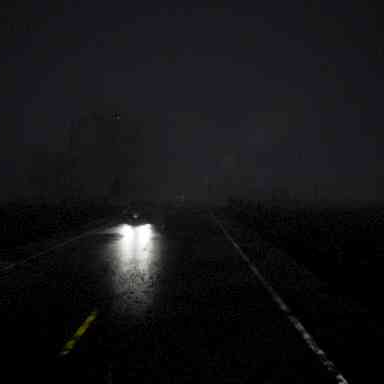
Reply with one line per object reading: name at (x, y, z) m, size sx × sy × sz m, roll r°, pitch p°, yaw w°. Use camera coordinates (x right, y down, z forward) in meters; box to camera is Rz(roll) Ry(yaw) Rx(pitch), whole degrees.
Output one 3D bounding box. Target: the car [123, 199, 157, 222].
car at (-3.605, 1.274, 23.721) m, size 2.128 × 1.511 × 4.902 m, roll 0°, pitch 0°, yaw 0°
